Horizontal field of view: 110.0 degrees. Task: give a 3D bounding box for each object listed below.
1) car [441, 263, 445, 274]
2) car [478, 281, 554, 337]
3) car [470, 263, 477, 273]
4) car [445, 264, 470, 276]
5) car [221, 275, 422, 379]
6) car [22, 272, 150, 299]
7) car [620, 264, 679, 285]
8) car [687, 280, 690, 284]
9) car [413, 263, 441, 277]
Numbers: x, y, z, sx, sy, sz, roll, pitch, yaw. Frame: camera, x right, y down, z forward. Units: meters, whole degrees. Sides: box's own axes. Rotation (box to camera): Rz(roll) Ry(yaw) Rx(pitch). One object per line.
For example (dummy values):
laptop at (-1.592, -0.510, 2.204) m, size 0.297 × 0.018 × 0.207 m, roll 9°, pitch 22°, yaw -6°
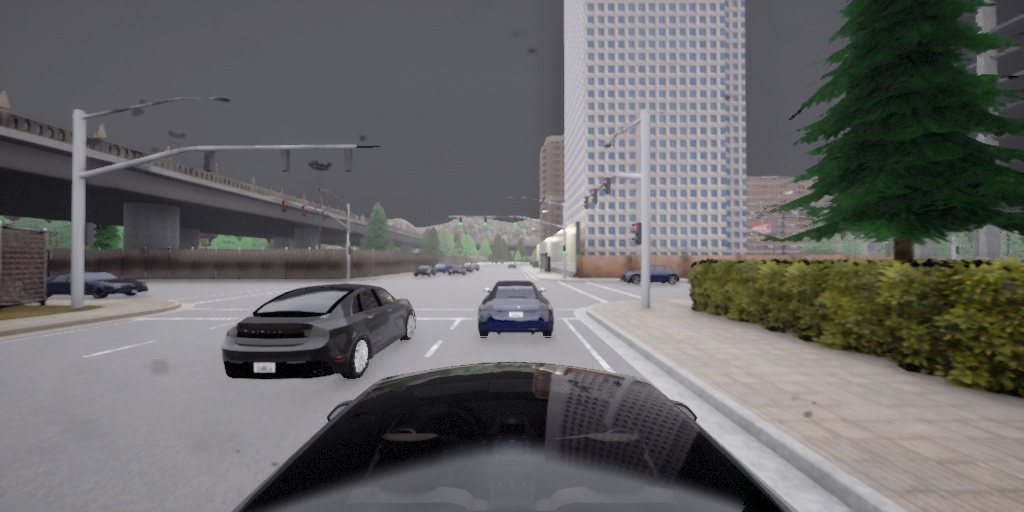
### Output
car at (-10.576, 1.853, 53.608) m, size 1.882 × 1.535 × 5.008 m, roll 0°, pitch -1°, yaw 0°
car at (0.094, 1.421, 10.724) m, size 1.994 × 1.385 × 4.181 m, roll 0°, pitch -1°, yaw 0°
car at (-7.071, 2.001, 55.662) m, size 1.895 × 1.301 × 4.718 m, roll 0°, pitch -1°, yaw 0°
car at (-7.075, 1.858, 46.909) m, size 1.994 × 1.385 × 4.181 m, roll 0°, pitch -1°, yaw 0°
car at (-3.420, 1.324, 7.397) m, size 1.837 × 1.490 × 4.892 m, roll 0°, pitch -1°, yaw 0°
car at (-23.486, 1.572, 19.811) m, size 5.357 × 1.411 × 2.033 m, roll 0°, pitch -1°, yaw 0°
car at (11.650, 1.504, 30.577) m, size 4.553 × 1.767 × 2.097 m, roll 0°, pitch -1°, yaw 0°
car at (15.813, 1.615, 27.082) m, size 4.892 × 1.490 × 1.837 m, roll 0°, pitch -1°, yaw 0°
car at (-10.584, 1.809, 44.158) m, size 2.033 × 1.411 × 5.357 m, roll 0°, pitch -1°, yaw 0°
